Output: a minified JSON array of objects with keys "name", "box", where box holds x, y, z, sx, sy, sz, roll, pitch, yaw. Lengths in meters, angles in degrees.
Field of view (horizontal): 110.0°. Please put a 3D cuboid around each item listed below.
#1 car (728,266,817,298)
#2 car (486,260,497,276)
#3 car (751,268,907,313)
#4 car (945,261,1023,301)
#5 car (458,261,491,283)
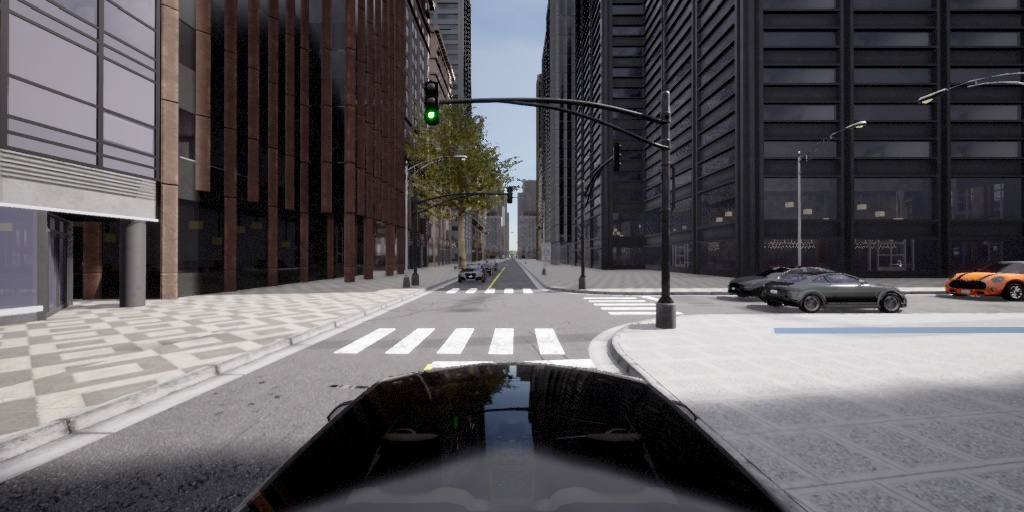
[{"name":"car","box":[12.417,1.209,16.174,4.892,1.490,1.837,0,0,0]},{"name":"car","box":[-2.985,1.367,38.230,1.895,1.301,4.718,0,0,0]},{"name":"car","box":[11.559,1.258,13.074,4.181,1.385,1.994,0,0,0]},{"name":"car","box":[22.700,1.018,16.166,4.553,1.767,2.097,0,0,0]},{"name":"car","box":[-3.018,1.322,28.176,1.994,1.385,4.181,0,0,0]}]
